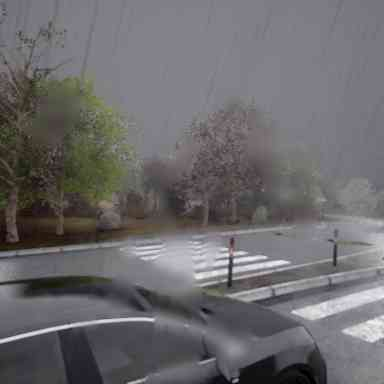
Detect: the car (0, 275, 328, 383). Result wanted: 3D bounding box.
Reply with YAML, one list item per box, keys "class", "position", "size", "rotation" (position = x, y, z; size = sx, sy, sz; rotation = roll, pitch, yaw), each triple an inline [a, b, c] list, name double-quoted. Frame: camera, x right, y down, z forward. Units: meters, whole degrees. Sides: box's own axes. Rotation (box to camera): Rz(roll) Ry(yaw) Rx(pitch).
- class: "car"
  position: [-0.891, 1.508, 2.730]
  size: [4.892, 1.490, 1.837]
  rotation: [0, 0, -34]
